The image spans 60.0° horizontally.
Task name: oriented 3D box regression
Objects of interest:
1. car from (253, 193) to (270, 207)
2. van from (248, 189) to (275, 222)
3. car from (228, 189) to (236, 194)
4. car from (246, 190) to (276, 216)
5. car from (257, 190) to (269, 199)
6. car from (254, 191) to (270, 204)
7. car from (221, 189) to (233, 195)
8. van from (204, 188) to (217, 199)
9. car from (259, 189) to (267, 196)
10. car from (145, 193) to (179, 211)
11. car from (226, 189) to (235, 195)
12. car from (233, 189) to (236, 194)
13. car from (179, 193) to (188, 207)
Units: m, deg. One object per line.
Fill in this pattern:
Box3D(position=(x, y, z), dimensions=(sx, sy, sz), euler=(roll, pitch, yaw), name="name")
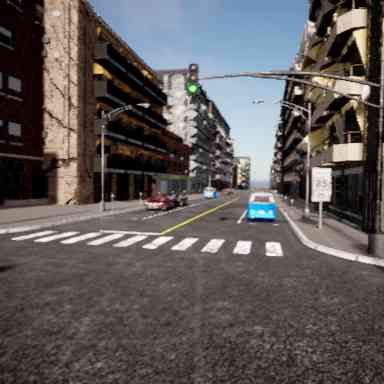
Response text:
Box3D(position=(7.964, 0.833, 38.061), dimensions=(1.752, 1.417, 4.829), euler=(1, 1, 12), name="car")
Box3D(position=(4.562, 0.927, 21.704), dimensions=(1.690, 1.788, 3.998), euler=(1, 1, 12), name="van")
Box3D(position=(11.366, -0.166, 93.533), dimensions=(1.752, 1.417, 4.829), euler=(1, 1, 12), name="car")
Box3D(position=(5.637, 0.807, 27.094), dimensions=(2.192, 1.841, 5.009), euler=(1, 1, 12), name="car")
Box3D(position=(12.643, 0.411, 59.468), dimensions=(1.967, 1.590, 4.097), euler=(1, 1, 12), name="car")
Box3D(position=(9.096, 0.664, 43.291), dimensions=(1.967, 1.590, 4.097), euler=(1, 1, 12), name="car")
Box3D(position=(7.881, 0.079, 77.510), dimensions=(1.887, 1.381, 4.507), euler=(1, 1, 12), name="car")
Box3D(position=(3.113, 0.200, 55.938), dimensions=(1.690, 1.788, 3.998), euler=(1, 1, 12), name="van")
Box3D(position=(17.326, 0.091, 81.051), dimensions=(1.967, 1.590, 4.097), euler=(1, 1, 12), name="car")
Box3D(position=(-2.725, 0.878, 28.956), dimensions=(1.802, 1.307, 4.206), euler=(1, 1, 12), name="car")
Box3D(position=(10.219, -0.054, 88.306), dimensions=(1.947, 1.339, 4.313), euler=(1, 1, 12), name="car")
Box3D(position=(9.037, 0.007, 82.911), dimensions=(2.008, 1.369, 4.403), euler=(1, 1, 12), name="car")
Box3D(position=(-1.558, 0.771, 34.351), dimensions=(1.947, 1.339, 4.313), euler=(1, 1, 12), name="car")
